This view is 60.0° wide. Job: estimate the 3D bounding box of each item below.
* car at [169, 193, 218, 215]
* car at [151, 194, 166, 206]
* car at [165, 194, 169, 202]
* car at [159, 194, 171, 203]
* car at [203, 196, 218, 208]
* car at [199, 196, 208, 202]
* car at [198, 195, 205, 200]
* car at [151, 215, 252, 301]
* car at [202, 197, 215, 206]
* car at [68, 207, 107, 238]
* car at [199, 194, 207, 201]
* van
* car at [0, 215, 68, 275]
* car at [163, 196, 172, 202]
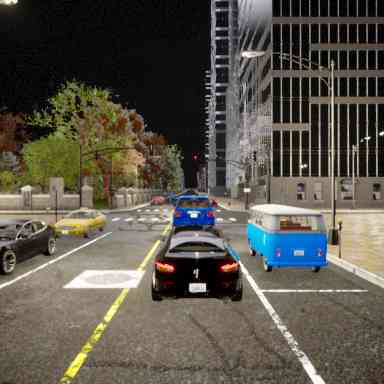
[{"bbox_3d":[0.091,1.214,18.518,2.150,2.045,5.566,0,0,0],"label":"car"},{"bbox_3d":[-5.717,1.518,54.243,1.887,1.381,4.507,0,0,0],"label":"car"},{"bbox_3d":[-5.721,1.521,59.926,2.008,1.369,4.403,0,0,0],"label":"car"},{"bbox_3d":[-5.726,1.277,71.292,2.192,1.841,5.009,0,0,0],"label":"car"},{"bbox_3d":[2.667,1.416,48.569,1.967,1.590,4.097,0,0,0],"label":"car"},{"bbox_3d":[2.652,1.522,76.974,1.947,1.339,4.313,0,0,0],"label":"car"},{"bbox_3d":[2.643,1.453,94.191,1.752,1.417,4.829,0,0,0],"label":"car"},{"bbox_3d":[0.098,1.523,8.168,1.812,1.442,4.674,0,0,0],"label":"car"},{"bbox_3d":[2.663,1.539,54.250,1.947,1.339,4.313,0,0,0],"label":"car"},{"bbox_3d":[-5.827,1.518,17.672,1.752,1.417,4.829,0,0,0],"label":"car"},{"bbox_3d":[2.649,1.389,82.655,1.967,1.590,4.097,0,0,0],"label":"car"},{"bbox_3d":[2.769,1.338,10.444,1.690,1.788,3.998,0,0,0],"label":"van"},{"bbox_3d":[-5.775,1.562,10.438,1.947,1.339,4.313,0,0,0],"label":"car"},{"bbox_3d":[-5.730,1.538,76.974,1.802,1.307,4.206,0,0,0],"label":"car"}]
